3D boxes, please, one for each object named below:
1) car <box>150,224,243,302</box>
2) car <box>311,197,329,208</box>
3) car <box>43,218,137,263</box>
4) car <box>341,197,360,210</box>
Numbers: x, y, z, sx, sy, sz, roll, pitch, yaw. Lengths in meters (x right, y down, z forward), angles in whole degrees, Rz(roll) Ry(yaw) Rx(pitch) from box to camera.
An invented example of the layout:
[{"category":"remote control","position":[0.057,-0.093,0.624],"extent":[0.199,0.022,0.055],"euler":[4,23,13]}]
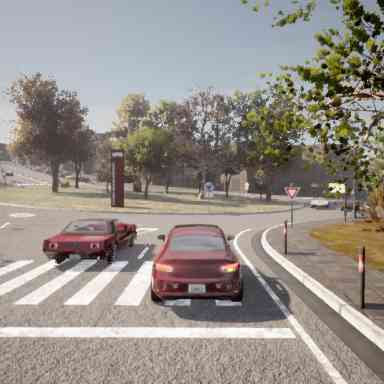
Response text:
[{"category":"car","position":[0.105,1.498,8.074],"extent":[1.812,1.442,4.674],"euler":[0,0,0]},{"category":"car","position":[15.955,1.272,41.354],"extent":[1.895,1.301,4.718],"euler":[1,2,23]},{"category":"car","position":[-3.260,1.550,11.723],"extent":[1.895,1.301,4.718],"euler":[0,0,2]},{"category":"car","position":[18.129,1.317,38.105],"extent":[2.033,1.411,5.357],"euler":[1,2,25]}]
